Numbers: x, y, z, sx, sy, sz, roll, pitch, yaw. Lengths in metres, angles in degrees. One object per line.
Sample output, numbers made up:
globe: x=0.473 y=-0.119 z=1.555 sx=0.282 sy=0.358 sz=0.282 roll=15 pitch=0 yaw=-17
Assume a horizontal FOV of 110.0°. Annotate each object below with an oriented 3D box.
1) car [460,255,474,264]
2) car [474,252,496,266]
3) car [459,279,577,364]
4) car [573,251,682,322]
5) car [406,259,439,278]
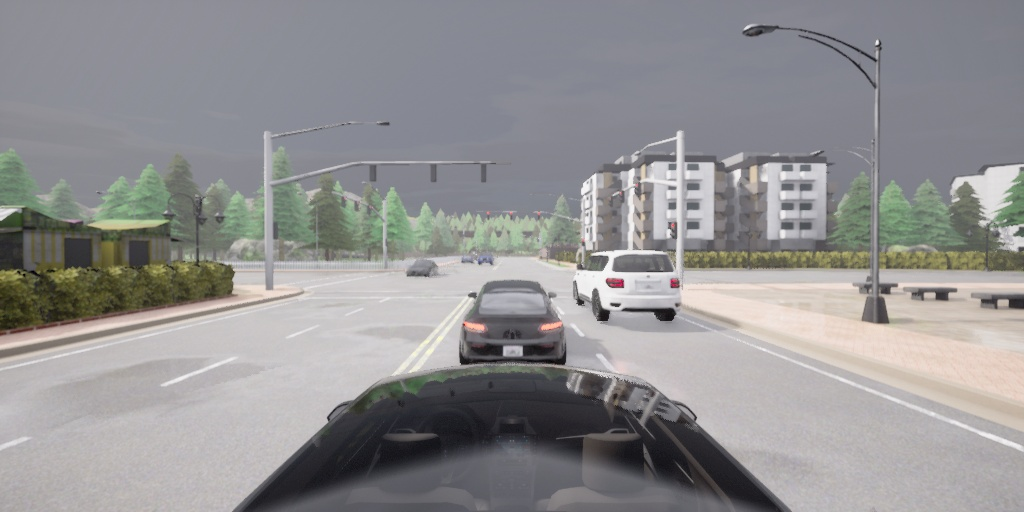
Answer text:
car: x=-7.550 y=0.658 z=61.458 sx=1.812 sy=1.442 sz=4.674 roll=0 pitch=1 yaw=0
car: x=-4.008 y=0.425 z=54.829 sx=2.150 sy=2.045 sz=5.566 roll=0 pitch=0 yaw=0
car: x=0.011 y=1.215 z=7.589 sx=1.812 sy=1.442 sz=4.674 roll=0 pitch=1 yaw=0
car: x=3.493 y=0.863 z=11.880 sx=2.150 sy=2.045 sz=5.566 roll=0 pitch=0 yaw=0
car: x=-7.230 y=1.059 z=29.346 sx=1.837 sy=1.490 sz=4.892 roll=0 pitch=1 yaw=0
